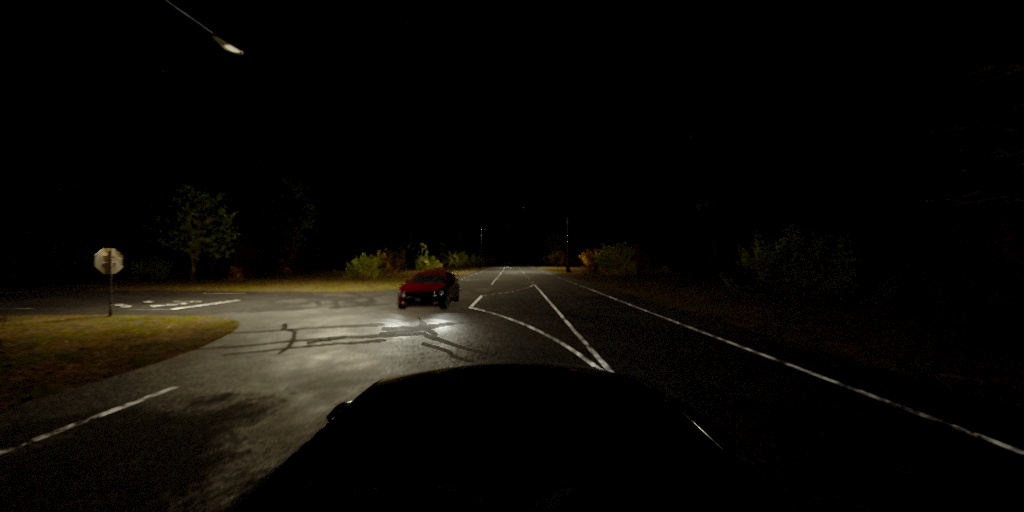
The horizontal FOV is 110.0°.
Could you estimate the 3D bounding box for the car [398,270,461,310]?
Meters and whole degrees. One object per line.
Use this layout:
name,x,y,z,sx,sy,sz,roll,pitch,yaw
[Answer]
car,-3.469,1.389,15.770,1.882,1.535,5.008,0,-1,0
